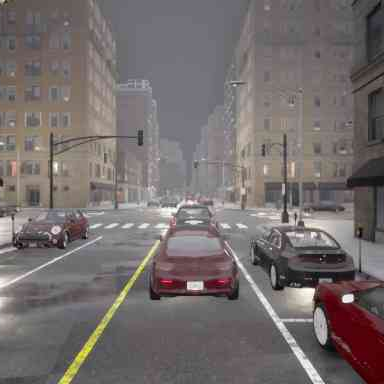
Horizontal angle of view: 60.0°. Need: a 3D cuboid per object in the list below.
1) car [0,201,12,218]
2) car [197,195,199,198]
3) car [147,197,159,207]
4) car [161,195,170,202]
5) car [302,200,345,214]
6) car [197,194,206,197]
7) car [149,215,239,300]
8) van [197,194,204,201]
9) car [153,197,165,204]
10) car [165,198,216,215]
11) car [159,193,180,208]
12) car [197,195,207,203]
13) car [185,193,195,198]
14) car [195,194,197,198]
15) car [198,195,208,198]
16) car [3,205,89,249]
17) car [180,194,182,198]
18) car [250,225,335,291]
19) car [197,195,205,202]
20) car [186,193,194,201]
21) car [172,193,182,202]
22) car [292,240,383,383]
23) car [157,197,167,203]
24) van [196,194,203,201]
[{"bbox_3d":[-17.339,1.253,27.016,4.553,1.767,2.097,0,0,0],"label":"car"},{"bbox_3d":[2.388,1.623,58.238,1.947,1.339,4.313,0,0,-1],"label":"car"},{"bbox_3d":[-6.075,1.596,52.639,2.008,1.369,4.403,0,0,-1],"label":"car"},{"bbox_3d":[-6.384,1.559,80.178,1.967,1.590,4.097,0,0,-1],"label":"car"},{"bbox_3d":[14.647,1.648,37.215,4.674,1.442,1.812,0,0,1],"label":"car"},{"bbox_3d":[2.324,1.595,63.915,1.752,1.417,4.829,0,0,-1],"label":"car"},{"bbox_3d":[0.022,1.528,8.307,1.812,1.442,4.674,0,0,-1],"label":"car"},{"bbox_3d":[2.080,1.482,85.773,1.690,1.788,3.998,0,0,-1],"label":"van"},{"bbox_3d":[-6.199,1.614,63.655,1.887,1.381,4.507,0,0,-1],"label":"car"},{"bbox_3d":[0.071,1.358,15.647,2.097,1.767,4.553,0,0,0],"label":"car"},{"bbox_3d":[-3.254,1.391,48.523,2.097,1.767,4.553,0,0,-1],"label":"car"},{"bbox_3d":[2.203,1.541,74.759,1.967,1.590,4.097,0,0,-1],"label":"car"},{"bbox_3d":[-0.521,1.342,79.459,2.150,2.045,5.566,0,0,-1],"label":"car"},{"bbox_3d":[2.265,1.399,69.252,2.192,1.841,5.009,0,0,-1],"label":"car"},{"bbox_3d":[2.449,1.590,52.731,1.887,1.381,4.507,0,0,-1],"label":"car"},{"bbox_3d":[-5.874,1.445,14.278,1.967,1.590,4.097,0,0,0],"label":"car"},{"bbox_3d":[-3.408,1.604,67.325,1.812,1.442,4.674,0,0,0],"label":"car"},{"bbox_3d":[2.660,1.553,8.805,2.008,1.369,4.403,0,0,0],"label":"car"},{"bbox_3d":[2.141,1.560,80.265,1.967,1.590,4.097,0,0,-1],"label":"car"},{"bbox_3d":[-0.642,1.384,90.177,2.150,2.045,5.566,0,0,-1],"label":"car"},{"bbox_3d":[-3.504,1.336,77.855,2.150,2.045,5.566,0,0,-1],"label":"car"},{"bbox_3d":[2.670,1.545,3.313,1.887,1.381,4.507,0,0,0],"label":"car"},{"bbox_3d":[-6.261,1.666,69.162,1.802,1.307,4.206,0,0,-1],"label":"car"},{"bbox_3d":[2.018,1.504,91.279,1.690,1.788,3.998,0,0,-1],"label":"van"}]
